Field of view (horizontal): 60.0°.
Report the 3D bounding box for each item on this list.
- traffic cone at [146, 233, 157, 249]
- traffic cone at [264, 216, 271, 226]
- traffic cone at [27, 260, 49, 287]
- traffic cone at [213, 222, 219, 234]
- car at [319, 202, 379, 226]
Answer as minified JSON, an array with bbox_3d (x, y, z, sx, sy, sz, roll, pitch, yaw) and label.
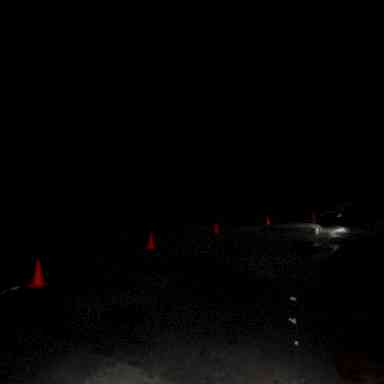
[{"bbox_3d":[-1.583,1.876,12.872,0.340,0.580,0.340,1,0,27],"label":"traffic cone"},{"bbox_3d":[4.901,1.886,21.607,0.340,0.580,0.340,0,1,-44],"label":"traffic cone"},{"bbox_3d":[-3.607,1.887,7.803,0.340,0.580,0.340,1,0,17],"label":"traffic cone"},{"bbox_3d":[1.281,1.875,17.520,0.340,0.580,0.340,1,0,37],"label":"traffic cone"},{"bbox_3d":[11.096,1.467,23.405,5.008,1.535,1.882,0,0,-31],"label":"car"}]
